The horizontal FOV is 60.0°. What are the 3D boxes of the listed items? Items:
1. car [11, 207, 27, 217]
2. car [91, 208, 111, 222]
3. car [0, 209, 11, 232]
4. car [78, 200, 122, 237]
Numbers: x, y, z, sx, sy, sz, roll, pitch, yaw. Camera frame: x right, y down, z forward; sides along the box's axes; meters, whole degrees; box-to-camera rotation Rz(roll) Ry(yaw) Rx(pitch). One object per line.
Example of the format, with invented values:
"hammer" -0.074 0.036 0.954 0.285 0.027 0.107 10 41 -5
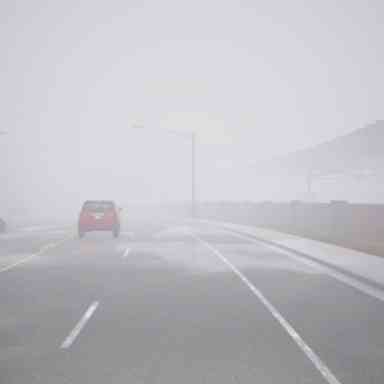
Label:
"car" -30.637 3.434 58.330 2.097 1.767 4.553 1 -3 -43
"car" -10.074 2.486 36.533 1.812 1.442 4.674 0 -3 -19
"car" -12.841 1.883 20.068 1.994 1.385 4.181 0 -2 -12
"car" -5.455 1.526 20.033 2.150 2.045 5.566 0 -2 -11
